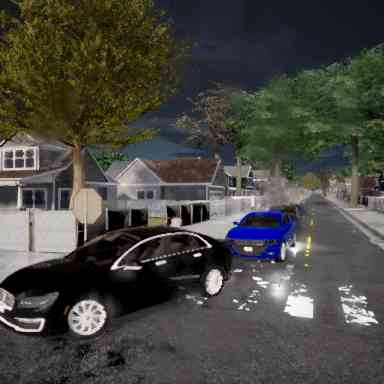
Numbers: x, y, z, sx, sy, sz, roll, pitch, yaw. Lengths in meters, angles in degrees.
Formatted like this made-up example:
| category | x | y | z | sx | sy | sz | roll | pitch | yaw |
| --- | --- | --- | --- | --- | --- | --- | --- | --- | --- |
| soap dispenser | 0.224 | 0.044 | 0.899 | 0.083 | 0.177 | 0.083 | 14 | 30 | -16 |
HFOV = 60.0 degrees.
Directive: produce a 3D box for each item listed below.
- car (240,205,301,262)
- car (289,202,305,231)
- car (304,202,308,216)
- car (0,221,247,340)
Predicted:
| category | x | y | z | sx | sy | sz | roll | pitch | yaw |
| --- | --- | --- | --- | --- | --- | --- | --- | --- | --- |
| car | 2.729 | 1.478 | 12.474 | 1.882 | 1.535 | 5.008 | 0 | 0 | 24 |
| car | 4.930 | 1.506 | 17.995 | 1.837 | 1.490 | 4.892 | 0 | 0 | 20 |
| car | 10.273 | 1.606 | 32.279 | 1.895 | 1.301 | 4.718 | 0 | 0 | 21 |
| car | -1.149 | 1.509 | 6.730 | 1.837 | 1.490 | 4.892 | 0 | 0 | 45 |
